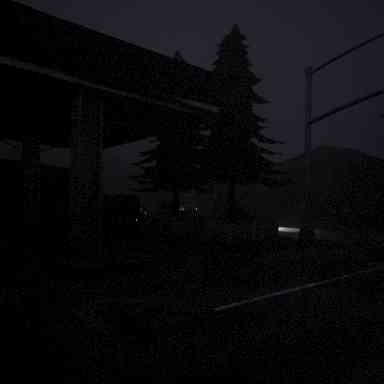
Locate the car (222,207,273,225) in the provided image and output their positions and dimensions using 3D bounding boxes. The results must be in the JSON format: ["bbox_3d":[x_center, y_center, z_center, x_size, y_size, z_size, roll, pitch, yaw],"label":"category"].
[{"bbox_3d":[4.056,1.816,25.000,1.994,1.385,4.181,1,0,-35],"label":"car"}]

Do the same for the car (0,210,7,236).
[{"bbox_3d":[-11.693,1.519,18.449,2.242,1.667,4.611,1,0,-36],"label":"car"}]

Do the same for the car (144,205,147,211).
[{"bbox_3d":[-7.515,1.664,41.302,2.033,1.411,5.357,1,0,-35],"label":"car"}]

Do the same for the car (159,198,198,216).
[{"bbox_3d":[-1.365,1.541,32.638,2.097,1.767,4.553,1,0,-36],"label":"car"}]

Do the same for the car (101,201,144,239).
[{"bbox_3d":[-4.562,1.445,18.268,1.905,1.878,3.866,1,0,-36],"label":"car"}]
